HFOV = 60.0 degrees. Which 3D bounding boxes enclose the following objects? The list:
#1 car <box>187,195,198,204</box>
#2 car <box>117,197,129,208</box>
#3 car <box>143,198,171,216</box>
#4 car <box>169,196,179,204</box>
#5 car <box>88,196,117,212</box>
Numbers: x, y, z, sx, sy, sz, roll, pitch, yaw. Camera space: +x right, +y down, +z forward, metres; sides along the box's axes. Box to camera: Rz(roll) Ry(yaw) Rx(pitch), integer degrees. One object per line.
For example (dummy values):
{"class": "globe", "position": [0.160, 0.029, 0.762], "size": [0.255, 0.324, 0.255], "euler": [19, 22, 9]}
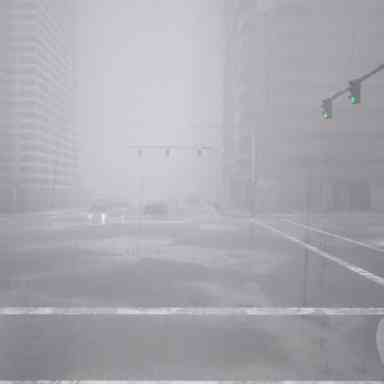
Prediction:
{"class": "car", "position": [0.063, 1.352, 63.504], "size": [2.097, 1.767, 4.553], "euler": [0, 0, 0]}
{"class": "car", "position": [-10.620, 1.526, 49.635], "size": [1.812, 1.442, 4.674], "euler": [0, 0, 0]}
{"class": "car", "position": [-3.589, 1.525, 32.821], "size": [1.812, 1.442, 4.674], "euler": [0, 0, 4]}
{"class": "car", "position": [-3.540, 1.491, 63.175], "size": [2.128, 1.511, 4.902], "euler": [0, 0, 0]}
{"class": "car", "position": [-10.624, 1.505, 39.376], "size": [1.837, 1.490, 4.892], "euler": [0, 0, 0]}
